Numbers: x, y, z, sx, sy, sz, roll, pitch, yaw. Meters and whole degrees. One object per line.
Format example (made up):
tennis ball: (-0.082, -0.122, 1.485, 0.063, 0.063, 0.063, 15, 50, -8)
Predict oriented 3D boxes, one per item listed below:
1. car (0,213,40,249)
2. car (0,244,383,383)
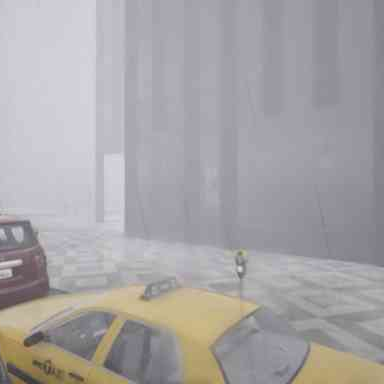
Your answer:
car: (-4.775, 1.315, 6.374, 5.009, 1.841, 2.192, 0, 0, 36)
car: (-0.499, 1.525, 3.320, 4.829, 1.417, 1.752, 0, 0, 36)
